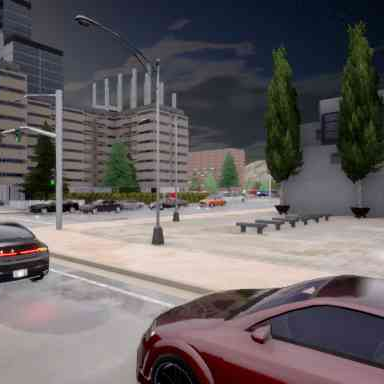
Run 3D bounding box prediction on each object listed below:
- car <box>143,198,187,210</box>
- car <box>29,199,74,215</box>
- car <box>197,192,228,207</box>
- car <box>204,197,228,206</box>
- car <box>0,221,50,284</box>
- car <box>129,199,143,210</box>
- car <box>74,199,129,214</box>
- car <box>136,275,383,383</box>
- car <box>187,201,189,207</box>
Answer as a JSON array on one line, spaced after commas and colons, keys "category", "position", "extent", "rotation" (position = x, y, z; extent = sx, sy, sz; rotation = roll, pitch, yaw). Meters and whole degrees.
[{"category": "car", "position": [-3.379, 1.491, 42.300], "extent": [2.128, 1.511, 4.902], "rotation": [0, 0, 40]}, {"category": "car", "position": [-14.318, 1.478, 34.805], "extent": [1.882, 1.535, 5.008], "rotation": [0, 0, 40]}, {"category": "car", "position": [3.023, 1.352, 49.835], "extent": [2.097, 1.767, 4.553], "rotation": [0, 0, 40]}, {"category": "car", "position": [4.063, 1.564, 56.443], "extent": [1.994, 1.385, 4.181], "rotation": [0, 0, 41]}, {"category": "car", "position": [-5.557, 1.505, 8.734], "extent": [4.892, 1.490, 1.837], "rotation": [0, 0, 40]}, {"category": "car", "position": [-8.281, 1.601, 41.930], "extent": [1.895, 1.301, 4.718], "rotation": [0, 0, 40]}, {"category": "car", "position": [-9.461, 1.505, 35.123], "extent": [1.837, 1.490, 4.892], "rotation": [0, 0, 40]}, {"category": "car", "position": [1.422, 1.564, 3.226], "extent": [4.181, 1.385, 1.994], "rotation": [0, 0, 37]}, {"category": "car", "position": [-2.414, 1.564, 48.844], "extent": [1.994, 1.385, 4.181], "rotation": [0, 0, 41]}]
